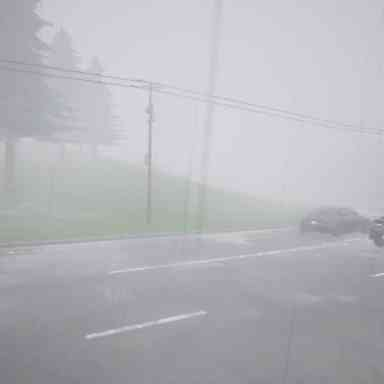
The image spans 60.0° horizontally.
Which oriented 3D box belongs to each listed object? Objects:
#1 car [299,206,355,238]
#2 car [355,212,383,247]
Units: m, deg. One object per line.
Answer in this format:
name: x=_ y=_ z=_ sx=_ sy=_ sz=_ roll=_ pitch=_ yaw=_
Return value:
car: x=7.399 y=1.436 z=17.090 sx=4.181 sy=1.385 sz=1.994 roll=0 pitch=1 yaw=-38
car: x=9.069 y=1.442 z=13.178 sx=4.902 sy=1.511 sz=2.128 roll=0 pitch=1 yaw=-30
